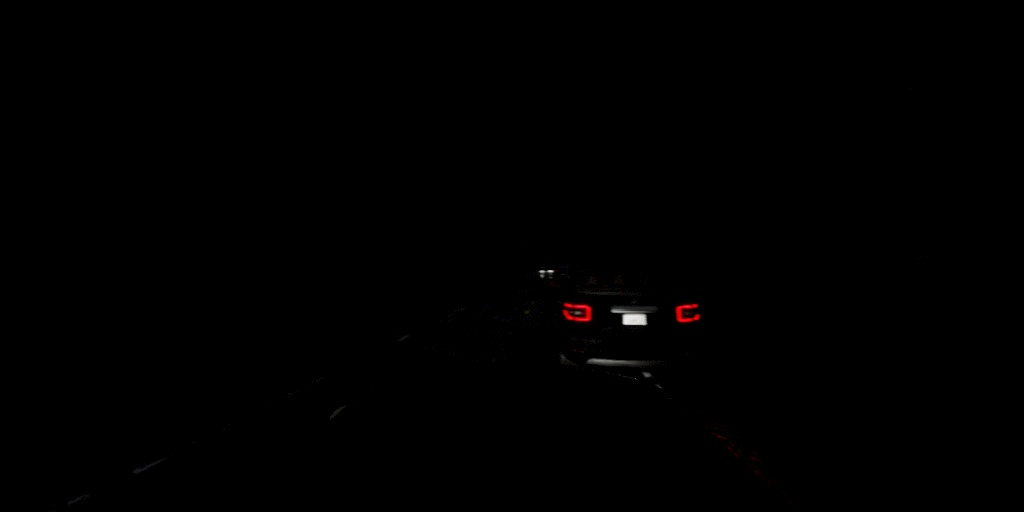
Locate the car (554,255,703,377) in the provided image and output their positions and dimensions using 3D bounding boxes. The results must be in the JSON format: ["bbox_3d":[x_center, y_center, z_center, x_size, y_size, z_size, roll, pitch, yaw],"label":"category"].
[{"bbox_3d":[2.088,1.014,7.690,2.150,2.045,5.566,-1,-1,8],"label":"car"}]

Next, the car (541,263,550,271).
[{"bbox_3d":[6.201,1.917,64.484,1.812,1.442,4.674,-1,-1,8],"label":"car"}]

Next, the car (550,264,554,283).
[{"bbox_3d":[5.101,1.555,35.928,1.882,1.535,5.008,-1,-1,8],"label":"car"}]
